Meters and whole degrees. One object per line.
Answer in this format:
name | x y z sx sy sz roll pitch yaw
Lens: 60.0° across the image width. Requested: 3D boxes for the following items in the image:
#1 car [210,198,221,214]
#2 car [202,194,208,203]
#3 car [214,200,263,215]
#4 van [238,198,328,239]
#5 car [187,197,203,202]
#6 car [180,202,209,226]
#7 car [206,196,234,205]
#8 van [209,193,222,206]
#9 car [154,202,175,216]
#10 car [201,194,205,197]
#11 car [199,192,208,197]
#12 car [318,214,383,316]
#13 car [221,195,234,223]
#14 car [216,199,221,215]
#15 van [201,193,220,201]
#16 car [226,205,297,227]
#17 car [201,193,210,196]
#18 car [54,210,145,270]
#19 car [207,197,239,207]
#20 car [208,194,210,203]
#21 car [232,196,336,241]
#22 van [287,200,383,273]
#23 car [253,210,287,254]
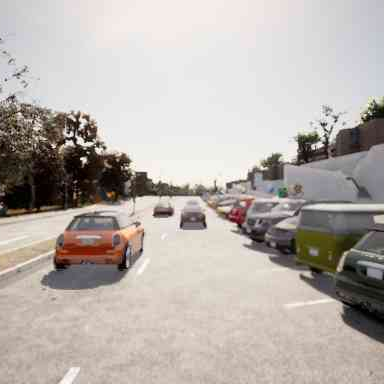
car | 4.864 1.661 33.064 5.366 1.575 1.946 1 0 -20
car | 4.844 1.582 50.975 5.366 1.575 1.946 1 1 -20
car | 5.059 1.697 36.134 4.792 1.488 2.163 1 0 -20
van | 4.946 1.384 18.167 4.442 1.987 1.878 1 0 -20
car | 0.058 1.684 41.289 1.812 1.442 4.674 0 0 0
car | 0.074 1.683 24.677 1.812 1.442 4.674 0 0 0
car | 5.003 1.557 59.990 4.674 1.452 2.002 1 0 -20
van | 4.921 1.421 42.037 4.442 1.987 1.878 1 1 -20
car | -2.937 1.739 35.444 1.994 1.385 4.181 0 0 0
car | 4.838 1.533 56.941 5.366 1.575 1.946 1 1 -20
car | 5.025 1.205 71.931 5.566 2.045 2.435 1 0 -20
car | 5.036 1.406 6.270 4.553 1.767 2.185 1 -1 -20
car | 5.078 1.380 21.210 5.566 2.045 2.435 1 -1 -20
car | 5.011 1.694 30.137 4.792 1.488 2.163 1 0 -20
van | 4.874 1.200 86.785 4.442 1.987 1.878 1 0 -20
car | 5.041 1.685 24.180 4.674 1.452 2.002 1 -1 -20
car | 5.008 1.470 68.930 4.892 1.521 2.231 1 1 -20
car | -2.912 1.429 11.461 2.097 1.767 4.553 0 0 0
car | 5.040 1.592 54.037 4.792 1.488 2.163 1 0 -20
car | 4.996 1.504 45.065 4.553 1.767 2.185 1 0 -20
car | 5.033 1.340 15.214 5.566 2.045 2.435 1 0 -20
van | 5.172 1.328 9.306 4.442 1.987 1.878 1 -1 -20
car | 5.052 1.573 12.244 4.892 1.521 2.231 1 -1 -20
